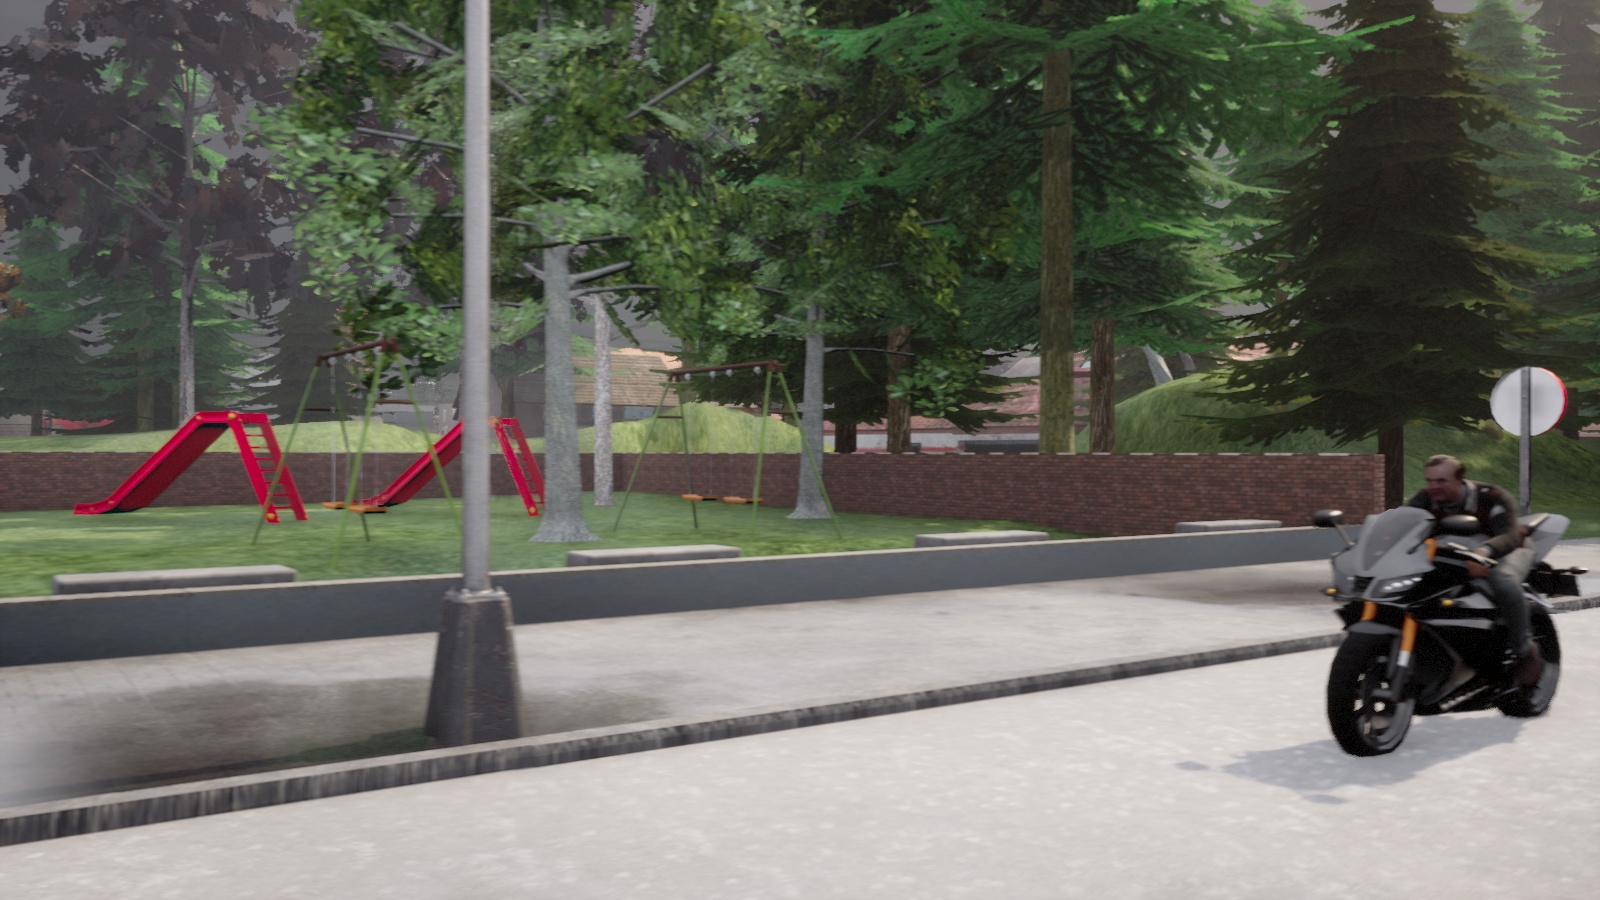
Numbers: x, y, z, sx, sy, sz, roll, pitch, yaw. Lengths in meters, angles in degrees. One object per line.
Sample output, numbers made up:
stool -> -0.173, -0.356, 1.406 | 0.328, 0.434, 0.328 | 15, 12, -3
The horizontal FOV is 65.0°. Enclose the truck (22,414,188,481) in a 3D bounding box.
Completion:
truck -> -41.671, -0.145, 75.435 | 8.468, 3.827, 2.891 | 0, 0, -35

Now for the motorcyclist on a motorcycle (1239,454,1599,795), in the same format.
motorcyclist on a motorcycle -> 3.370, 0.789, 6.631 | 2.191, 1.530, 0.866 | 0, 0, -35
